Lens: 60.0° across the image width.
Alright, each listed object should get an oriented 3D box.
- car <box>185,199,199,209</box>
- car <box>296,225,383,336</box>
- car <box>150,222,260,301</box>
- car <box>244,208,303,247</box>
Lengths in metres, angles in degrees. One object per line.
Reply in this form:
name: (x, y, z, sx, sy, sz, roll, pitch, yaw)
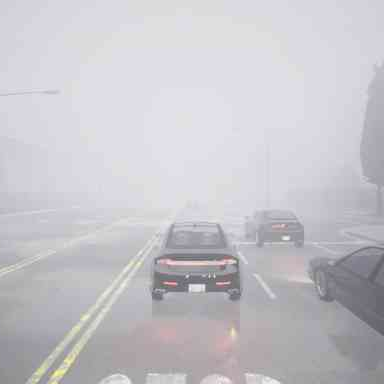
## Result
car: (0.001, 1.601, 44.150, 1.895, 1.301, 4.718, 0, 0, 0)
car: (3.588, 1.547, 5.288, 2.033, 1.411, 5.357, 0, 0, 0)
car: (0.081, 1.492, 8.334, 2.128, 1.511, 4.902, 0, 0, 0)
car: (3.565, 1.505, 15.035, 1.837, 1.490, 4.892, 0, 0, 0)
